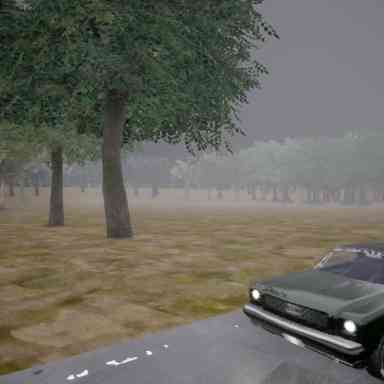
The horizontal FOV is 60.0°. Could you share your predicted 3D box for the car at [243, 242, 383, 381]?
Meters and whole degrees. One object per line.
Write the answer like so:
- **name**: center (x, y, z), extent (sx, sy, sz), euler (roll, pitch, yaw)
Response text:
- **car**: center (3.107, 1.602, 5.580), extent (4.718, 1.301, 1.895), euler (0, 0, -35)
